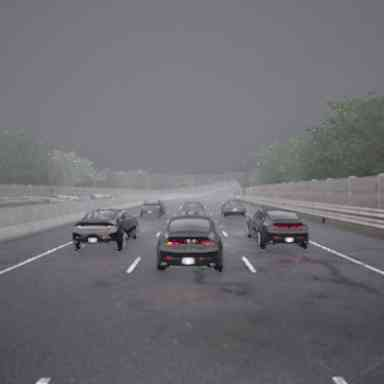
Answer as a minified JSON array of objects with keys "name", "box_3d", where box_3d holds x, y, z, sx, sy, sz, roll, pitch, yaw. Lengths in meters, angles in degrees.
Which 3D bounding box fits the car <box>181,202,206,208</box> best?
[{"name":"car","box_3d":[0.074,1.458,25.684,2.033,1.411,5.357,0,0,1]}]

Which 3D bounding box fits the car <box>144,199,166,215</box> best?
[{"name":"car","box_3d":[-3.364,1.386,29.343,2.128,1.511,4.902,0,0,1]}]

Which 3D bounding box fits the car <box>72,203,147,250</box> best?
[{"name":"car","box_3d":[-3.445,1.447,14.012,2.128,1.511,4.902,0,0,0]}]

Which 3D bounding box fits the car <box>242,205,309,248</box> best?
[{"name":"car","box_3d":[3.558,1.460,14.503,1.837,1.490,4.892,0,1,0]}]

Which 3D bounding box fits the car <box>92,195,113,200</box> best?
[{"name":"car","box_3d":[-13.547,1.410,52.074,1.895,1.301,4.718,0,0,2]}]

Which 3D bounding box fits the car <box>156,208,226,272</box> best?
[{"name":"car","box_3d":[0.006,1.473,10.756,1.837,1.490,4.892,0,0,2]}]

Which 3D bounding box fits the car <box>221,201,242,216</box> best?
[{"name":"car","box_3d":[3.647,1.459,29.871,1.994,1.385,4.181,0,0,1]}]

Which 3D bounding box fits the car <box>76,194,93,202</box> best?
[{"name":"car","box_3d":[-16.976,1.153,53.853,2.097,1.767,4.553,0,0,2]}]

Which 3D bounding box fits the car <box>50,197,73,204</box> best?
[{"name":"car","box_3d":[-20.535,1.402,52.332,1.895,1.301,4.718,0,0,2]}]
